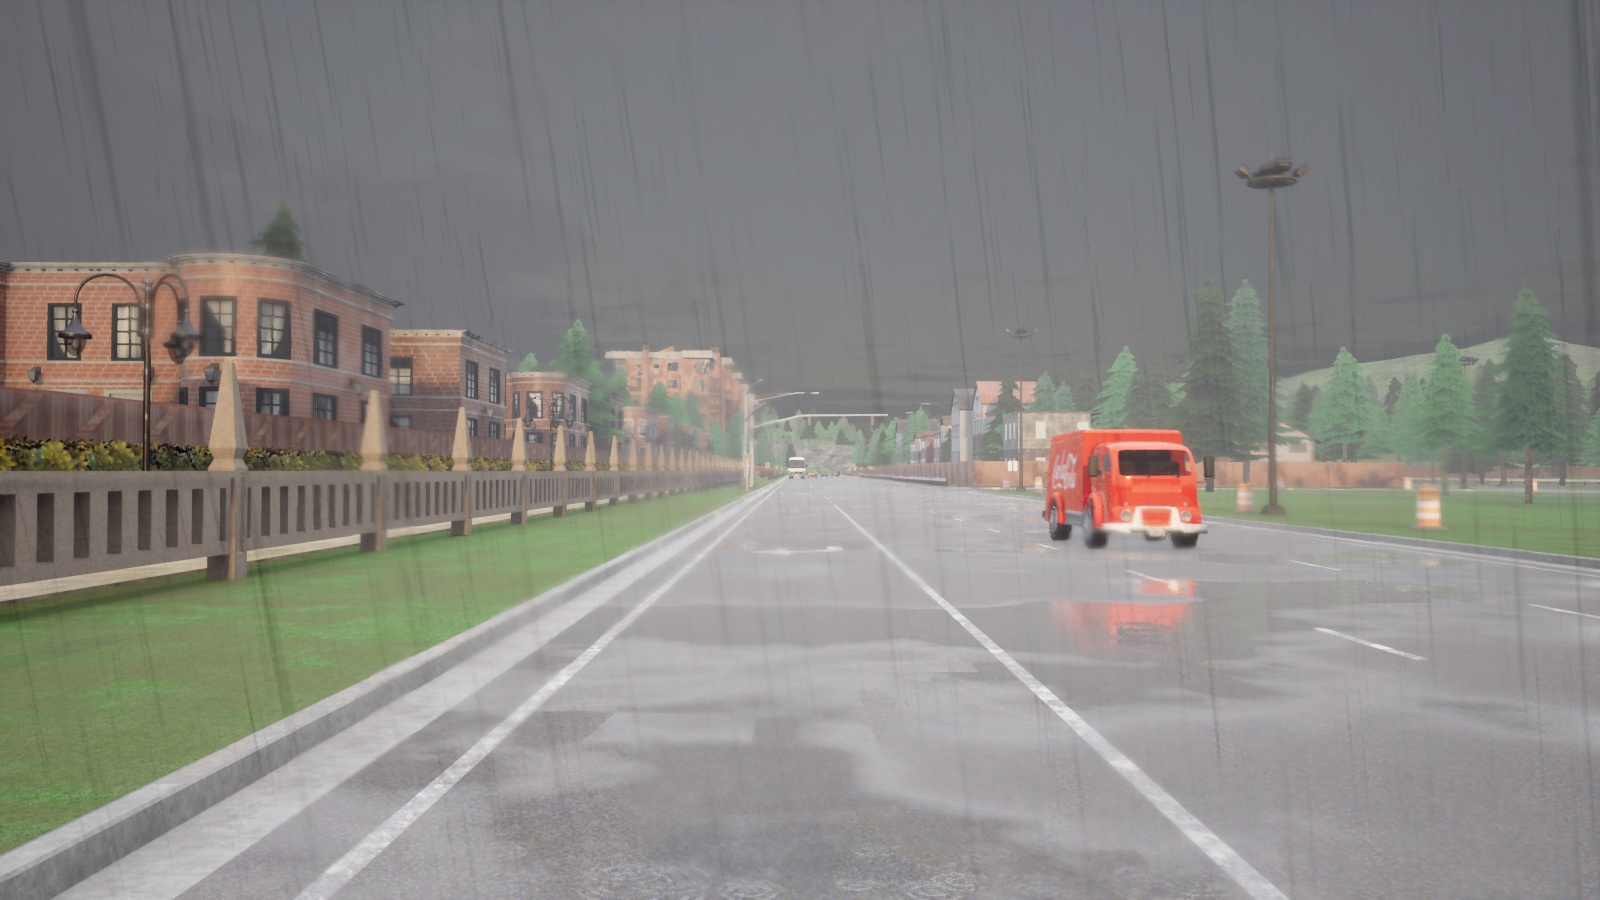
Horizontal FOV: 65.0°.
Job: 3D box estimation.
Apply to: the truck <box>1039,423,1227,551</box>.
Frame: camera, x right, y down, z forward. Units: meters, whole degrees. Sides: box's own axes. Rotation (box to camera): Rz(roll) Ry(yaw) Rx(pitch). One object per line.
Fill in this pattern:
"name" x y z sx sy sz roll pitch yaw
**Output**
"truck" 6.934 0.750 26.889 2.627 2.467 5.204 0 -1 0
